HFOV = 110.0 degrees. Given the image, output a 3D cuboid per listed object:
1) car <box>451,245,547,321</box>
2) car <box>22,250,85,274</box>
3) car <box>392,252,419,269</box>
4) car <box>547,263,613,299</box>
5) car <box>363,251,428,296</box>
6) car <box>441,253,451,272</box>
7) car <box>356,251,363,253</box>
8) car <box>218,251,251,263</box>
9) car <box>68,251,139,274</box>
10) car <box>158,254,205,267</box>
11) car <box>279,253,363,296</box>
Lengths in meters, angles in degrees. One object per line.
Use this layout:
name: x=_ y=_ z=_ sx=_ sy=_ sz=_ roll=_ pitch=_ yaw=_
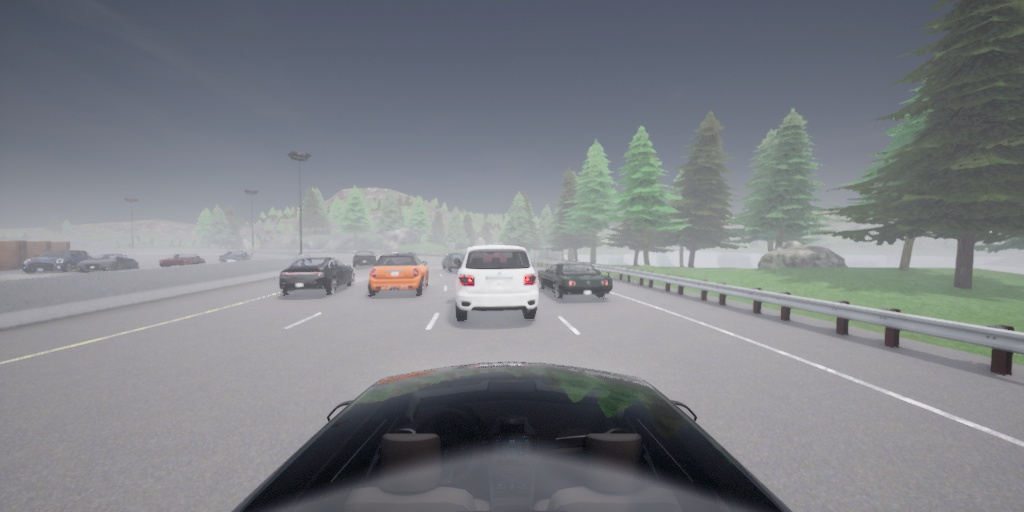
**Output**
car: x=-0.627 y=0.668 z=11.259 sx=2.150 sy=2.045 sz=5.566 roll=0 pitch=2 yaw=-7
car: x=-34.194 y=0.318 z=27.203 sx=2.097 sy=1.767 sz=4.553 roll=-1 pitch=2 yaw=-27
car: x=-9.826 y=0.328 z=32.933 sx=1.994 sy=1.385 sz=4.181 roll=-1 pitch=2 yaw=-22
car: x=2.374 y=0.929 z=14.907 sx=1.895 sy=1.301 sz=4.718 roll=0 pitch=2 yaw=-8
car: x=-4.930 y=0.649 z=16.050 sx=2.097 sy=1.767 sz=4.553 roll=0 pitch=2 yaw=-10
car: x=-4.429 y=0.446 z=28.577 sx=2.033 sy=1.411 sz=5.357 roll=-1 pitch=2 yaw=-18
car: x=-13.609 y=0.243 z=32.984 sx=1.882 sy=1.535 sz=5.008 roll=-1 pitch=2 yaw=-23
car: x=-25.325 y=0.270 z=32.881 sx=2.128 sy=1.511 sz=4.902 roll=-1 pitch=2 yaw=-28
car: x=-30.191 y=0.537 z=26.881 sx=1.994 sy=1.385 sz=4.181 roll=-1 pitch=2 yaw=-25
car: x=-27.979 y=0.457 z=30.519 sx=1.895 sy=1.301 sz=4.718 roll=-1 pitch=2 yaw=-27
car: x=-8.426 y=0.798 z=15.862 sx=2.128 sy=1.511 sz=4.902 roll=0 pitch=2 yaw=-10
